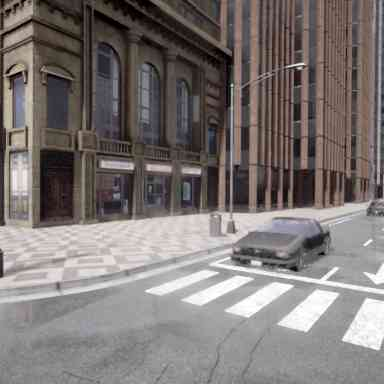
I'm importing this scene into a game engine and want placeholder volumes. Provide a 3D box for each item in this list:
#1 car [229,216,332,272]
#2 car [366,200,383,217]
[{"bbox_3d":[3.292,1.556,11.258,2.033,1.411,5.357,1,0,35],"label":"car"},{"bbox_3d":[18.088,1.607,32.078,1.837,1.490,4.892,1,1,35],"label":"car"}]
